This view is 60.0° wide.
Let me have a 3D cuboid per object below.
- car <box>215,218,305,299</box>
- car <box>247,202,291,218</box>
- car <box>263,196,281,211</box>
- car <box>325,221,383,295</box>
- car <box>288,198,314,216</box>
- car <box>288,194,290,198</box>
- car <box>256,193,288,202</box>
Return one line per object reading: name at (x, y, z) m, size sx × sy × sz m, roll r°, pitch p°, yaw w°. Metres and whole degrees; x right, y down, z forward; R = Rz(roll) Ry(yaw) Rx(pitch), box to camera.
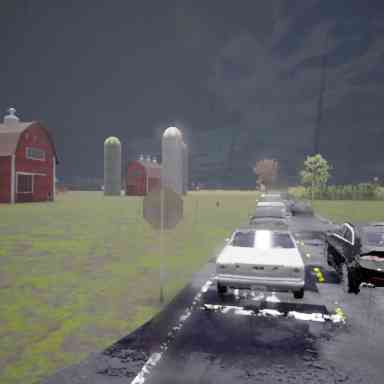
car at (1.842, 1.604, 8.752) m, size 1.895 × 1.301 × 4.718 m, roll 0°, pitch 0°, yaw 14°
car at (4.151, 1.508, 17.977) m, size 1.837 × 1.490 × 4.892 m, roll 0°, pitch 0°, yaw 14°
car at (9.863, 1.350, 40.842) m, size 2.097 × 1.767 × 4.553 m, roll 0°, pitch 0°, yaw 14°
car at (4.621, 1.494, 8.496) m, size 2.128 × 1.511 × 4.902 m, roll 0°, pitch 0°, yaw 14°
car at (10.700, 1.565, 32.587) m, size 1.994 × 1.385 × 4.181 m, roll 0°, pitch 0°, yaw 14°
car at (23.468, 1.177, 84.173) m, size 2.150 × 2.045 × 5.566 m, roll 0°, pitch 0°, yaw 14°
car at (6.676, 1.222, 28.155) m, size 2.150 × 2.045 × 5.566 m, roll 0°, pitch 0°, yaw 14°
